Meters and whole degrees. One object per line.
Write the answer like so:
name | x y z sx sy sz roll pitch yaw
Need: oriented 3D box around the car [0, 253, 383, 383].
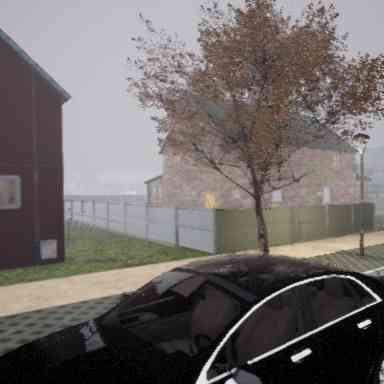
car | 0.402 1.498 3.358 4.892 1.490 1.837 0 0 -36
